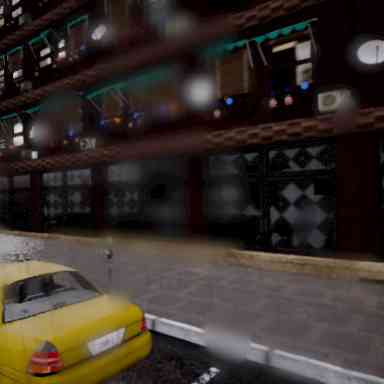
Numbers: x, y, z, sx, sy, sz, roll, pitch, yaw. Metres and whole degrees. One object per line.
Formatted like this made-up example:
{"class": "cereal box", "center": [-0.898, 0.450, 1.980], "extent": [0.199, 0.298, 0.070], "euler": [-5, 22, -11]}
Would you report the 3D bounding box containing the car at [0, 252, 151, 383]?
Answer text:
{"class": "car", "center": [-2.785, 1.577, 4.874], "extent": [4.829, 1.417, 1.752], "euler": [-1, -1, 36]}
